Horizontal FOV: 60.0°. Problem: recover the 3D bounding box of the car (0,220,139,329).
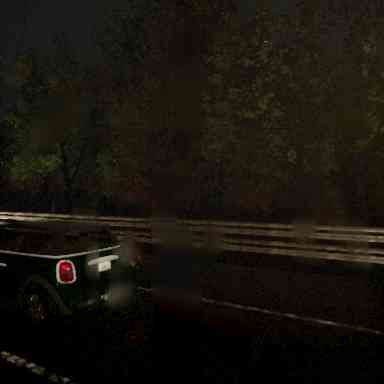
[{"bbox_3d":[-3.415,1.399,7.242,4.553,1.767,2.097,0,0,32],"label":"car"}]
